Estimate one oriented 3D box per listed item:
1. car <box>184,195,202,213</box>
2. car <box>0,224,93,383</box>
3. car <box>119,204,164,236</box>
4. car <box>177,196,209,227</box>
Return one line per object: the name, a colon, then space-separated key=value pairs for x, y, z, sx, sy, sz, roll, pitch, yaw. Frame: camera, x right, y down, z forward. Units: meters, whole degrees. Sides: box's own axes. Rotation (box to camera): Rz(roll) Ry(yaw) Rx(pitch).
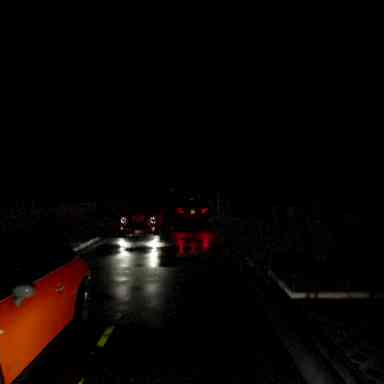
car: x=0.085 y=1.483 z=41.765 sx=2.150 sy=2.045 sz=5.566 roll=0 pitch=0 yaw=0
car: x=-2.843 y=1.394 z=4.120 sx=2.097 sy=1.767 sz=4.553 roll=0 pitch=-1 yaw=0
car: x=-2.839 y=1.508 z=19.469 sx=2.097 sy=1.767 sz=4.553 roll=0 pitch=-1 yaw=0
car: x=0.068 y=1.406 z=24.338 sx=2.150 sy=2.045 sz=5.566 roll=0 pitch=0 yaw=0
